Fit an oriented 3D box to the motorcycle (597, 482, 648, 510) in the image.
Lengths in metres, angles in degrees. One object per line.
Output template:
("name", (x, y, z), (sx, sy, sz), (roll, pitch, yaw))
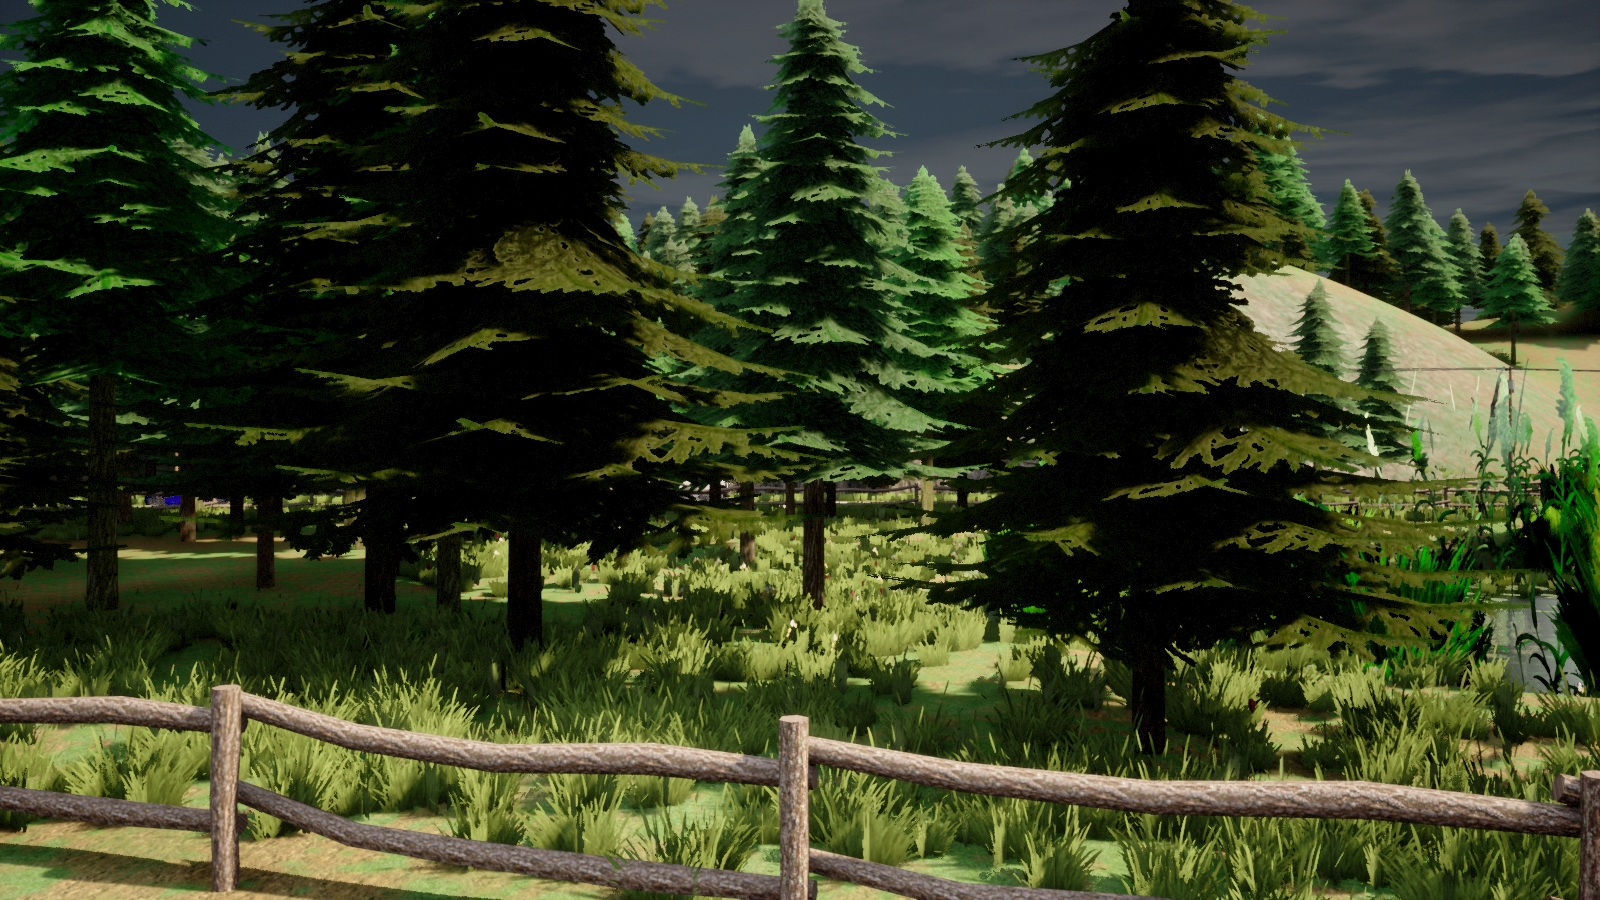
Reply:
("motorcycle", (-8.417, 2.178, 54.101), (2.209, 1.251, 0.867), (0, 0, 14))
